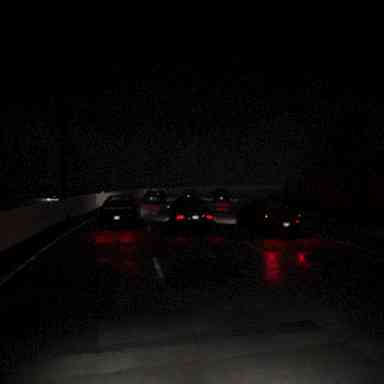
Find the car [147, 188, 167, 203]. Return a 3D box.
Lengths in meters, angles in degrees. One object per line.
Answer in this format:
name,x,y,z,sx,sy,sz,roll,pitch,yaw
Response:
car,-3.843,0.350,35.642,2.128,1.511,4.902,0,2,4

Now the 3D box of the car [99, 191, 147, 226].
car,-3.773,0.907,18.009,2.128,1.511,4.902,0,2,-6

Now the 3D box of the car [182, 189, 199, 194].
car,-0.152,0.382,37.270,1.994,1.385,4.181,0,2,6

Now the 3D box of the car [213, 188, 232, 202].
car,3.402,0.321,37.655,1.837,1.490,4.892,0,2,6

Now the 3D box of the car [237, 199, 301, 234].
car,3.483,1.037,15.673,1.812,1.442,4.674,0,2,-8

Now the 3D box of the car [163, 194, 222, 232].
car,-0.159,1.027,16.319,2.033,1.411,5.357,0,2,-7

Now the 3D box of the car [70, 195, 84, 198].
car,-14.073,0.238,40.525,1.994,1.385,4.181,0,2,8
